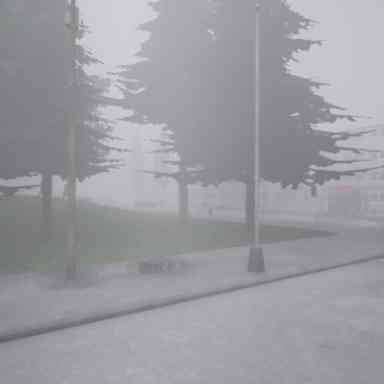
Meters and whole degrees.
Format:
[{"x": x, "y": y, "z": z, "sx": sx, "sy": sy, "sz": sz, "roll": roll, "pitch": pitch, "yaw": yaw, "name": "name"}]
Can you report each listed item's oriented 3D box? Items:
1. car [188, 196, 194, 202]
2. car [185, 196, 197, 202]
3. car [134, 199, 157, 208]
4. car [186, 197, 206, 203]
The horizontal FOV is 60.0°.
[{"x": 0.943, "y": 1.901, "z": 87.568, "sx": 4.536, "sy": 1.218, "sz": 1.853, "roll": 0, "pitch": 0, "yaw": -6, "name": "car"}, {"x": -0.349, "y": 1.818, "z": 90.050, "sx": 1.845, "sy": 1.501, "sz": 3.633, "roll": 0, "pitch": 0, "yaw": -24, "name": "car"}, {"x": -7.230, "y": 1.781, "z": 51.544, "sx": 1.895, "sy": 1.301, "sz": 4.718, "roll": 1, "pitch": 0, "yaw": -35, "name": "car"}, {"x": 0.994, "y": 2.059, "z": 87.573, "sx": 4.974, "sy": 1.542, "sz": 2.038, "roll": 0, "pitch": 0, "yaw": -6, "name": "car"}]
